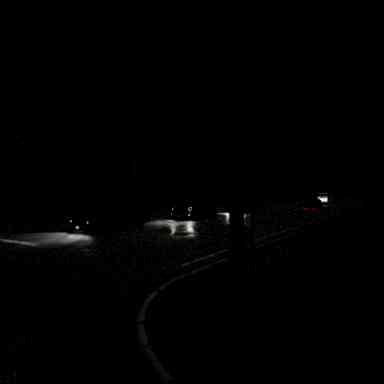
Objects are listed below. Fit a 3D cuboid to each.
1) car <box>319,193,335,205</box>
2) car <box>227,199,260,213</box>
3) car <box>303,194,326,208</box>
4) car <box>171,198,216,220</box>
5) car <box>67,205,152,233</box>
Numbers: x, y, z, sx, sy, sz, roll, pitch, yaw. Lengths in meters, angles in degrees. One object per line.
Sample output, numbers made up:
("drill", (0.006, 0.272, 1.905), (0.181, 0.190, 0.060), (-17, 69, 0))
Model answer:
("car", (22.540, 1.166, 55.986), (2.150, 2.045, 5.566), (0, 0, 32))
("car", (5.717, 1.483, 36.235), (2.033, 1.411, 5.357), (0, 0, 33))
("car", (17.228, 1.438, 47.571), (2.128, 1.511, 4.902), (0, 0, 32))
("car", (0.194, 1.289, 27.494), (2.097, 1.767, 4.553), (0, 0, 32))
("car", (-4.652, 1.487, 19.815), (2.033, 1.411, 5.357), (0, 0, 32))
